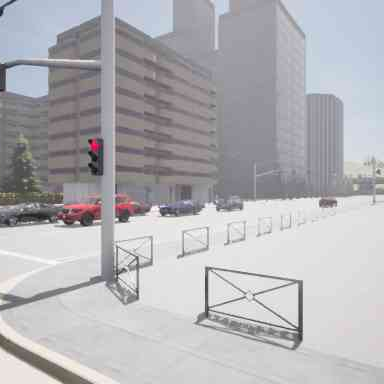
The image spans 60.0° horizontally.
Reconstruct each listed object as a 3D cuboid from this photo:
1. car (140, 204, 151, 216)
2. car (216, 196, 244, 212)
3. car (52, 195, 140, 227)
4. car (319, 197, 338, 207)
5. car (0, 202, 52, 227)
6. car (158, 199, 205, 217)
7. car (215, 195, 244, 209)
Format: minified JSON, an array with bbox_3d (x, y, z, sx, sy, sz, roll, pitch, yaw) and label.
[{"bbox_3d":[-6.022,1.601,30.602,1.895,1.301,4.718,0,0,35],"label":"car"},{"bbox_3d":[4.609,1.526,39.837,1.812,1.442,4.674,0,0,35],"label":"car"},{"bbox_3d":[-6.618,1.221,23.569,2.150,2.045,5.566,0,0,35],"label":"car"},{"bbox_3d":[20.802,1.478,50.701,1.882,1.535,5.008,0,0,35],"label":"car"},{"bbox_3d":[-11.281,1.492,22.970,2.128,1.511,4.902,0,0,35],"label":"car"},{"bbox_3d":[-1.075,1.601,31.614,1.895,1.301,4.718,0,0,35],"label":"car"},{"bbox_3d":[5.314,1.352,46.984,2.097,1.767,4.553,0,0,35],"label":"car"}]
